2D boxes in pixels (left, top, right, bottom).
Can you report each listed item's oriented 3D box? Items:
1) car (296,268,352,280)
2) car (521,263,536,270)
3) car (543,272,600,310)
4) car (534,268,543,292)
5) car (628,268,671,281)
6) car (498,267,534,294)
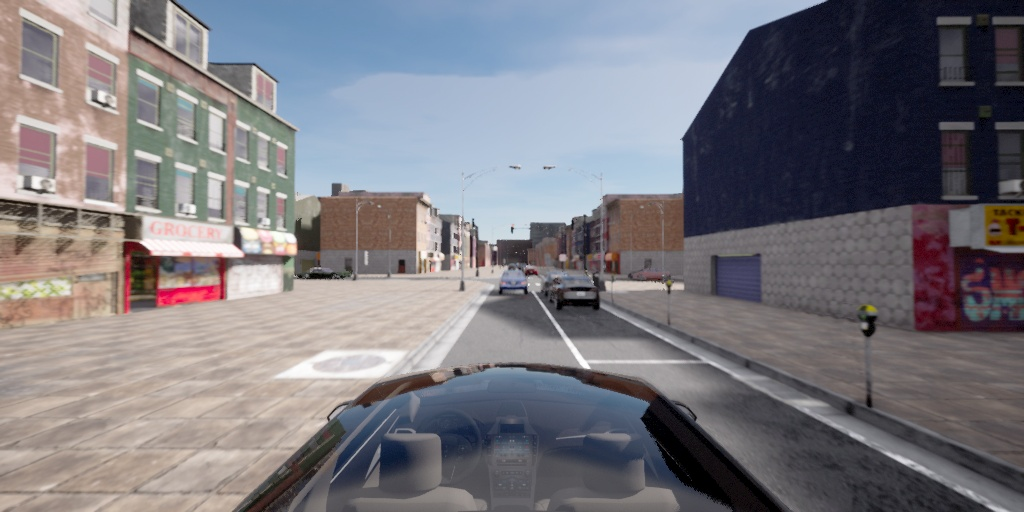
[{"bbox_3d":[-18.501,1.811,35.464,4.718,1.301,1.895,0,-1,0],"label":"car"},{"bbox_3d":[2.634,2.060,50.502,1.888,1.381,4.507,0,0,0],"label":"car"},{"bbox_3d":[2.637,1.523,15.802,1.948,1.339,4.313,0,0,0],"label":"car"},{"bbox_3d":[2.636,1.594,21.476,2.007,1.370,4.403,0,0,0],"label":"car"},{"bbox_3d":[14.612,1.963,38.222,4.181,1.385,1.994,0,-1,0],"label":"car"},{"bbox_3d":[0.081,1.617,23.107,2.033,1.411,5.357,0,-1,0],"label":"car"}]
